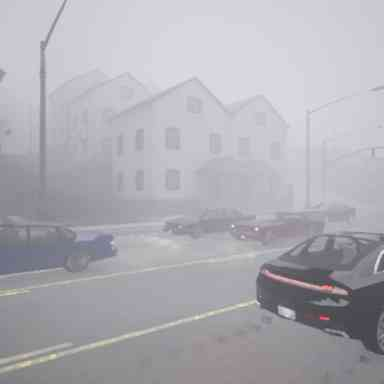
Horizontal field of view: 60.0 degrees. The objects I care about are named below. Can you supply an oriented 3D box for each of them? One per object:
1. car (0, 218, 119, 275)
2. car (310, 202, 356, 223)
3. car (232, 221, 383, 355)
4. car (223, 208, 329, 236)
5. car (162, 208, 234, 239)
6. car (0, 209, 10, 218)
[{"bbox_3d":[-4.780,1.547,9.166,5.357,1.411,2.033,0,0,-35],"label":"car"},{"bbox_3d":[9.694,1.471,23.677,5.008,1.535,1.882,0,0,-35],"label":"car"},{"bbox_3d":[3.309,1.490,6.106,4.902,1.511,2.128,0,0,-36],"label":"car"},{"bbox_3d":[3.977,1.597,15.350,4.718,1.301,1.895,0,0,-35],"label":"car"},{"bbox_3d":[1.140,1.544,17.627,5.357,1.411,2.033,0,0,-35],"label":"car"},{"bbox_3d":[-8.189,1.351,11.035,4.553,1.767,2.097,0,0,-35],"label":"car"}]
